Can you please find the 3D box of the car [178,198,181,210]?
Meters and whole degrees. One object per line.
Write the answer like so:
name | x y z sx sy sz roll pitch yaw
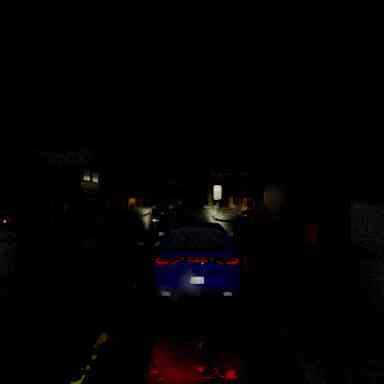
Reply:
car | -2.814 1.415 44.174 2.150 2.045 5.566 0 -1 0

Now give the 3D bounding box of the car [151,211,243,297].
car | 0.105 1.492 8.652 1.882 1.535 5.008 0 0 0

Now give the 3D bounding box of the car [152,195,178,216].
car | -2.811 1.468 33.925 2.097 1.767 4.553 0 0 0

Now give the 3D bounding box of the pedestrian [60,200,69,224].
pedestrian | -9.642 1.454 25.093 0.375 1.860 0.375 0 -1 1

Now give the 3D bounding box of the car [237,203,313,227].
car | 5.429 1.501 21.943 4.902 1.511 2.128 -1 -2 0

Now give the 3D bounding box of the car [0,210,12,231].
car | -13.529 1.375 19.272 5.566 2.045 2.150 -1 -2 1

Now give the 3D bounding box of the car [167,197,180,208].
car | -2.981 1.656 55.084 2.097 1.767 4.553 0 -1 -2
